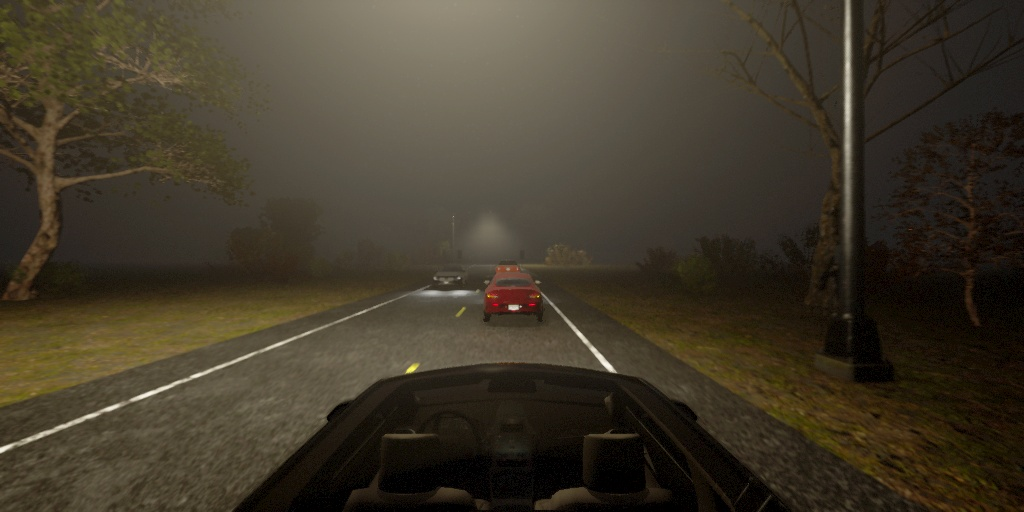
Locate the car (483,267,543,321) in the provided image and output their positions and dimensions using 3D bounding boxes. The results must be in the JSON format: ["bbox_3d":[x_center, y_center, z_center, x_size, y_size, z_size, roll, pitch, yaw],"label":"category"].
[{"bbox_3d":[0.023,1.271,12.343,1.812,1.442,4.674,0,0,-1],"label":"car"}]

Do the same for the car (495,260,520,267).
[{"bbox_3d":[-0.362,1.083,30.912,2.097,1.767,4.553,0,0,-2],"label":"car"}]

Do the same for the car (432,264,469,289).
[{"bbox_3d":[-3.854,1.267,23.021,1.812,1.442,4.674,0,0,-1],"label":"car"}]
